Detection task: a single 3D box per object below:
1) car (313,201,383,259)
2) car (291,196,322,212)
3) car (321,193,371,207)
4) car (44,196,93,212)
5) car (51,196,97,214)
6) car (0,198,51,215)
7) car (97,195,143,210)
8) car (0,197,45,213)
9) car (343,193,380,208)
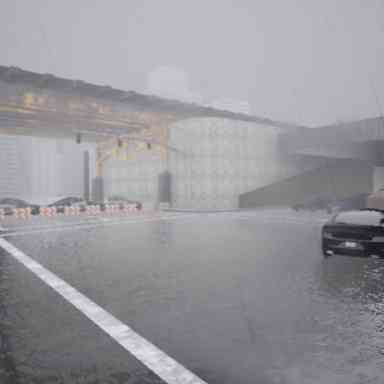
[{"bbox_3d":[5.870,1.280,11.276,1.882,1.535,5.008,0,1,36],"label":"car"},{"bbox_3d":[11.618,1.085,31.386,5.357,1.411,2.033,-1,1,-39],"label":"car"},{"bbox_3d":[13.268,1.083,28.225,4.674,1.442,1.812,-1,1,-39],"label":"car"},{"bbox_3d":[-11.322,1.037,30.825,1.853,1.218,4.536,0,1,16],"label":"car"},{"bbox_3d":[-11.335,1.195,30.777,2.038,1.542,4.974,0,1,16],"label":"car"},{"bbox_3d":[-15.002,1.257,27.987,4.974,1.542,2.038,0,1,6],"label":"car"},{"bbox_3d":[-7.586,0.964,34.636,4.536,1.218,1.853,-1,1,-9],"label":"car"},{"bbox_3d":[-15.055,1.100,27.991,4.536,1.218,1.853,0,1,6],"label":"car"},{"bbox_3d":[19.041,0.915,37.290,4.892,1.490,1.837,-1,1,-38],"label":"car"}]
